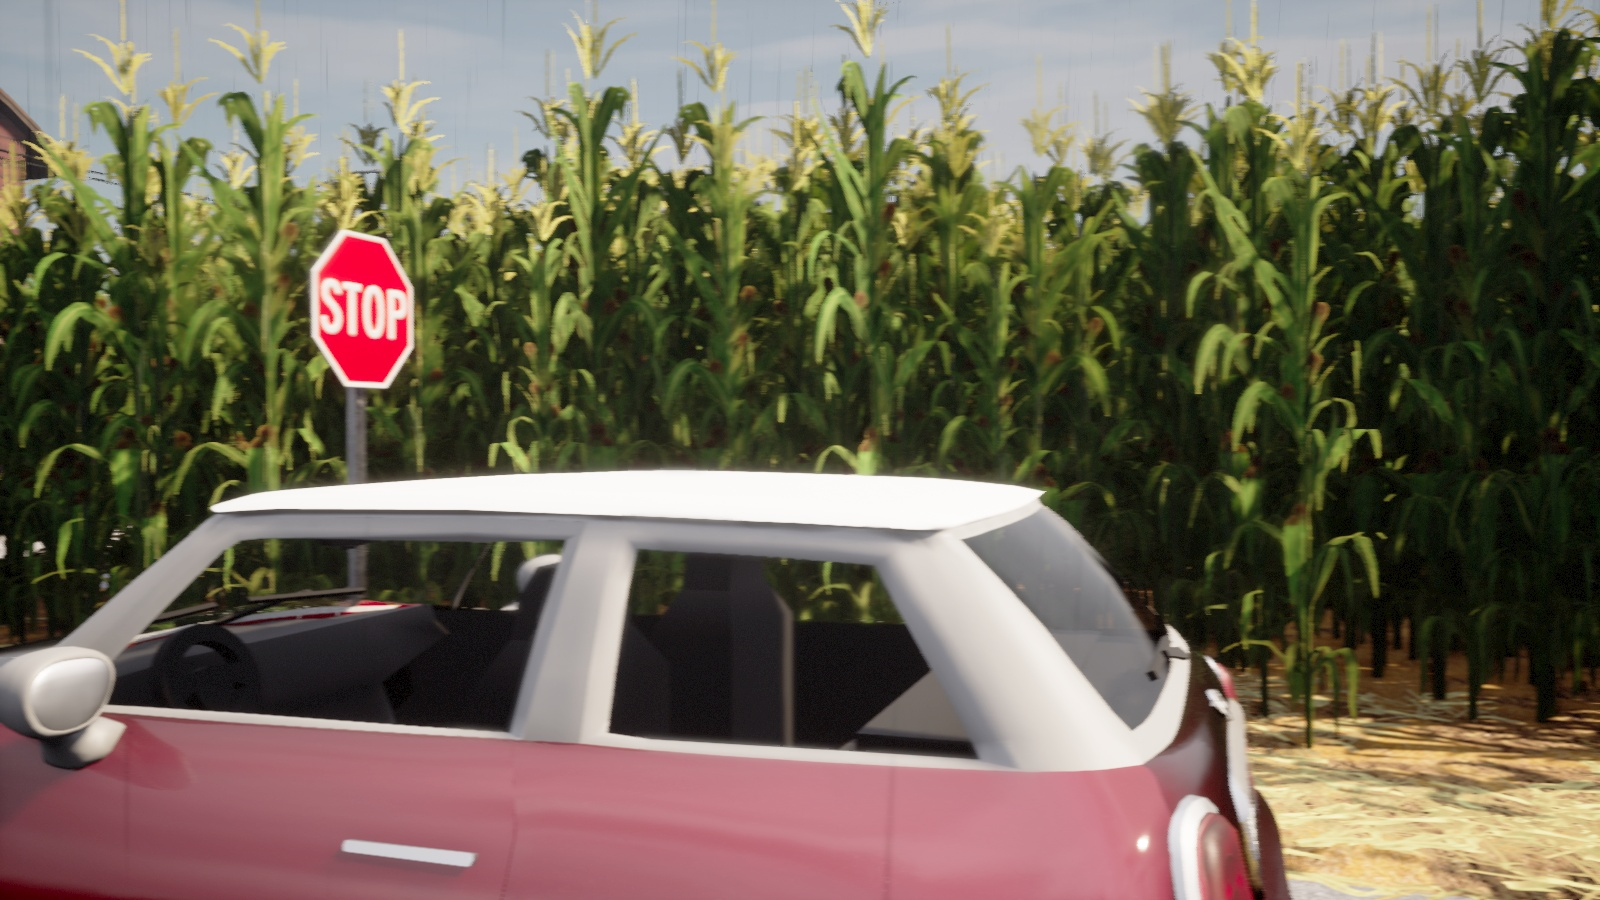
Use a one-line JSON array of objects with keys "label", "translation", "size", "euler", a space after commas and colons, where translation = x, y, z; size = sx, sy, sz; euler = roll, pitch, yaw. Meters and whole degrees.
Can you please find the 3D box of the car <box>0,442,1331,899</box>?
[{"label": "car", "translation": [-0.853, 0.740, 3.060], "size": [3.806, 1.475, 1.970], "euler": [1, 1, 19]}]
